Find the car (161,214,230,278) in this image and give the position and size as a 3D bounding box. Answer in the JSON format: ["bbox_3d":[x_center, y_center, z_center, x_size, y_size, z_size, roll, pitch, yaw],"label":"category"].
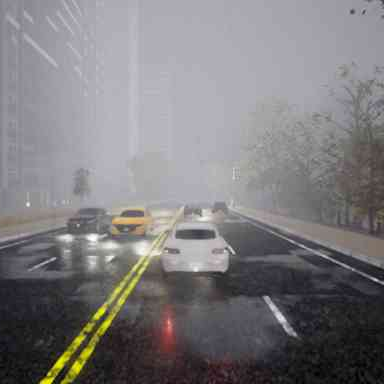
[{"bbox_3d":[0.096,1.623,10.348,1.812,1.442,4.674,0,0,0],"label":"car"}]

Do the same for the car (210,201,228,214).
[{"bbox_3d":[3.341,1.893,41.165,1.837,1.490,4.892,0,0,0],"label":"car"}]

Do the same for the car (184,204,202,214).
[{"bbox_3d":[0.095,1.933,35.366,1.895,1.301,4.718,0,-1,0],"label":"car"}]

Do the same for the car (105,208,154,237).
[{"bbox_3d":[-3.353,1.660,19.448,1.882,1.535,5.008,0,-1,0],"label":"car"}]

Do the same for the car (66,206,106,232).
[{"bbox_3d":[-6.601,1.709,21.739,1.837,1.490,4.892,0,-1,0],"label":"car"}]
